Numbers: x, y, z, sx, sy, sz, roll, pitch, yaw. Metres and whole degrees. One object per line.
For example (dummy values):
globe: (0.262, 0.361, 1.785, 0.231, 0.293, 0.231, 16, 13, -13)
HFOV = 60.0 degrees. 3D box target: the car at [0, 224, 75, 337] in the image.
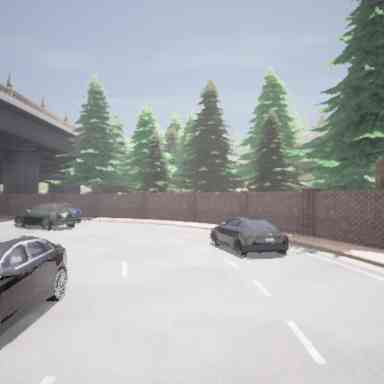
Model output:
car: (-3.660, 1.564, 5.695, 2.128, 1.511, 4.902, 0, -1, -2)

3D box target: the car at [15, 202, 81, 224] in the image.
car: (-10.476, 1.647, 23.678, 4.553, 1.767, 2.097, 0, -1, 32)

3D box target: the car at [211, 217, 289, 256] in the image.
car: (2.280, 1.740, 14.104, 1.994, 1.385, 4.181, 0, -1, -16)
